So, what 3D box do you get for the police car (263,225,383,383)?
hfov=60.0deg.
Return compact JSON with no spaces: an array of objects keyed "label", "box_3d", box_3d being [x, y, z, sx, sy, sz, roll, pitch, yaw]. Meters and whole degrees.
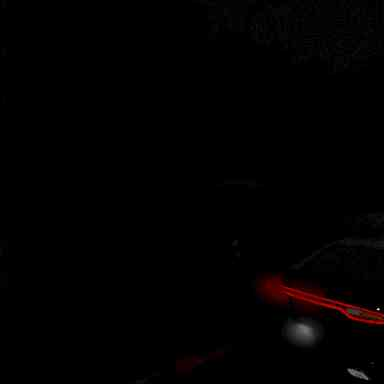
[{"label":"police car","box_3d":[3.410,1.391,5.377,5.238,1.638,1.930,0,0,-35]}]
